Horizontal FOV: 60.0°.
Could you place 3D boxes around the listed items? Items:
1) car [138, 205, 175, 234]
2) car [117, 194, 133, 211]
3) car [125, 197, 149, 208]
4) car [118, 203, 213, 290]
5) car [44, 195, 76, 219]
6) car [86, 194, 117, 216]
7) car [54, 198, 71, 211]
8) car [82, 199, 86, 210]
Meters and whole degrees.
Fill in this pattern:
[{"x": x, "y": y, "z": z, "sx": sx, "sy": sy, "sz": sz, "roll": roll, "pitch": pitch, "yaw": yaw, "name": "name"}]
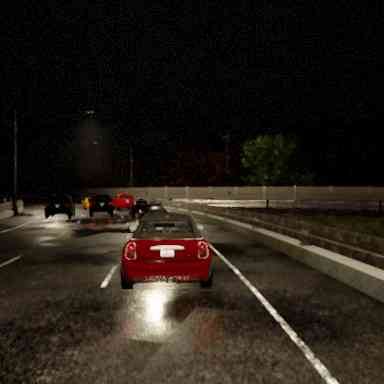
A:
[{"x": -2.262, "y": 1.576, "z": 20.204, "sx": 1.994, "sy": 1.385, "sz": 4.181, "roll": 0, "pitch": 0, "yaw": -10, "name": "car"}, {"x": -8.606, "y": 1.252, "z": 41.837, "sx": 2.150, "sy": 2.045, "sz": 5.566, "roll": 0, "pitch": 0, "yaw": -22, "name": "car"}, {"x": -4.901, "y": 1.524, "z": 31.285, "sx": 1.837, "sy": 1.490, "sz": 4.892, "roll": 0, "pitch": 0, "yaw": -16, "name": "car"}, {"x": -0.701, "y": 1.356, "z": 9.344, "sx": 2.097, "sy": 1.767, "sz": 4.553, "roll": 0, "pitch": 0, "yaw": -4, "name": "car"}, {"x": -11.737, "y": 1.246, "z": 29.757, "sx": 2.150, "sy": 2.045, "sz": 5.566, "roll": 0, "pitch": 0, "yaw": -16, "name": "car"}, {"x": -8.975, "y": 1.245, "z": 32.656, "sx": 2.150, "sy": 2.045, "sz": 5.566, "roll": 0, "pitch": 0, "yaw": -18, "name": "car"}, {"x": -16.588, "y": 1.537, "z": 42.618, "sx": 1.837, "sy": 1.490, "sz": 4.892, "roll": 0, "pitch": 0, "yaw": -24, "name": "car"}, {"x": -13.452, "y": 1.505, "z": 44.118, "sx": 1.882, "sy": 1.535, "sz": 5.008, "roll": 0, "pitch": 0, "yaw": -24, "name": "car"}]
